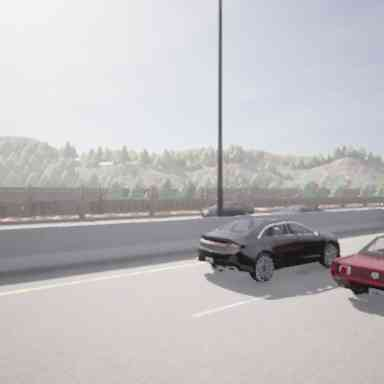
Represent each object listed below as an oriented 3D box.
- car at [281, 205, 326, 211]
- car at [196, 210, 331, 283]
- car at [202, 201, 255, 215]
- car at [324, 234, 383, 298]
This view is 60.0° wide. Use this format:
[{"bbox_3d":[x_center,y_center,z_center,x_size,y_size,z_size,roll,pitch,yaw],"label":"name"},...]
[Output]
[{"bbox_3d":[7.051,1.563,21.820,5.357,1.411,2.033,0,0,-35],"label":"car"},{"bbox_3d":[2.409,1.498,9.767,4.902,1.511,2.128,0,0,-36],"label":"car"},{"bbox_3d":[3.053,1.508,27.567,4.902,1.511,2.128,0,0,-35],"label":"car"},{"bbox_3d":[5.276,1.608,7.514,4.718,1.301,1.895,0,0,-36],"label":"car"}]
